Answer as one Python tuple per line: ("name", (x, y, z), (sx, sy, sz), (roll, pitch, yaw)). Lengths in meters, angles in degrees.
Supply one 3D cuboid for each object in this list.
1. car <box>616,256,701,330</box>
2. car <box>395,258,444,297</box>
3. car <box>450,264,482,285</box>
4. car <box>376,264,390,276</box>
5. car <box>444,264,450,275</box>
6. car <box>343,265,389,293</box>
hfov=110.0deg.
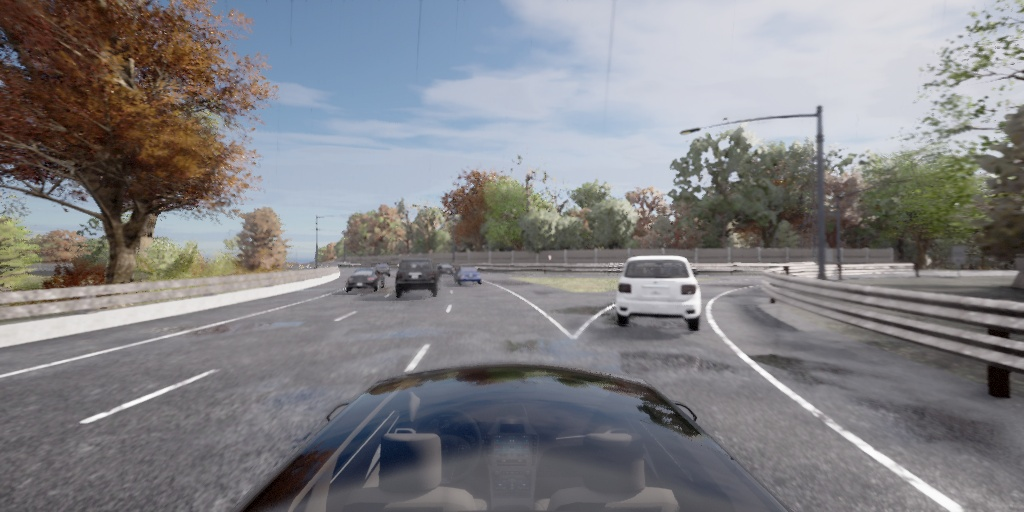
("car", (4.751, 1.030, 11.648), (2.150, 2.045, 5.566), (-1, -1, 24))
("car", (-5.247, 1.160, 20.510), (2.150, 2.045, 5.566), (0, -1, -9))
("car", (-3.648, 1.550, 29.155), (2.033, 1.411, 5.357), (0, -1, -14))
("car", (-15.934, 1.685, 43.753), (2.128, 1.511, 4.902), (0, -1, -23))
("car", (-7.973, 1.667, 42.647), (1.812, 1.442, 4.674), (0, -1, -21))
("car", (-9.403, 1.510, 23.245), (1.812, 1.442, 4.674), (0, -1, -12))
